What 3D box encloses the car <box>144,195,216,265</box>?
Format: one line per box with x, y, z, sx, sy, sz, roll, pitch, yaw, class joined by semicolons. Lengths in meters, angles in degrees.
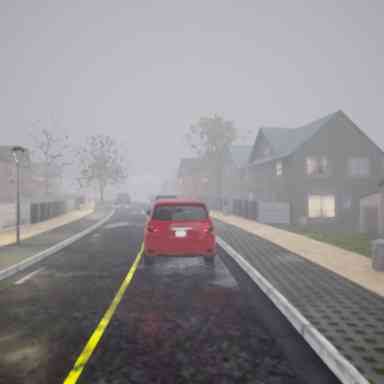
-0.485;1.225;11.844;2.150;2.045;5.566;0;0;-4;car

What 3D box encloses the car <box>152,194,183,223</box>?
-2.128;1.208;26.859;2.150;2.045;5.566;0;0;-8;car

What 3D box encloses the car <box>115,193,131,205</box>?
-11.656;1.136;55.965;2.150;2.045;5.566;0;0;-17;car
